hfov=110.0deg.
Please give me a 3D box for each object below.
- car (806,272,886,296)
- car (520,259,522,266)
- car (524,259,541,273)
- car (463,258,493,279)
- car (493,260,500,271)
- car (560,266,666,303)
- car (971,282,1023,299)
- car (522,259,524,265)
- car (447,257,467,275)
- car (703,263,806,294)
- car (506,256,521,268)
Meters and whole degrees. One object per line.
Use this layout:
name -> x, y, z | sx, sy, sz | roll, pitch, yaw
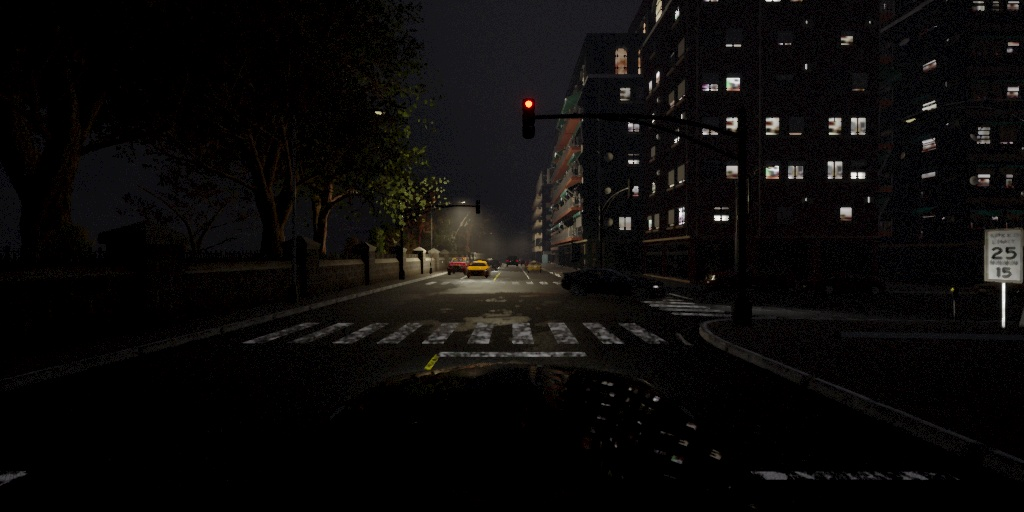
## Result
car -> 20.312, 1.671, 22.159 | 4.507, 1.381, 1.888 | 0, 0, 0
car -> 2.737, 1.316, 55.347 | 2.007, 1.370, 4.403 | 0, 0, 0
car -> 2.728, 1.283, 44.447 | 1.751, 1.417, 4.829 | 0, 0, 0
car -> -3.053, 1.230, 33.301 | 1.882, 1.535, 5.008 | 0, 0, 0
car -> -3.049, 1.287, 49.752 | 1.812, 1.442, 4.674 | 0, 0, 0
car -> 4.755, 1.284, 17.303 | 4.902, 1.511, 2.128 | 2, 1, 24
car -> 31.533, 1.857, 22.184 | 4.829, 1.417, 1.751 | 0, 0, 0
car -> 2.733, 1.307, 49.811 | 1.888, 1.381, 4.507 | 0, 0, 0
car -> -5.657, 1.070, 38.748 | 2.192, 1.841, 5.009 | 0, 0, 0
car -> 14.617, 1.338, 22.146 | 5.009, 1.841, 2.192 | 0, 0, 0
car -> 0.055, 0.993, 63.674 | 2.150, 2.045, 5.566 | 0, 0, 0
